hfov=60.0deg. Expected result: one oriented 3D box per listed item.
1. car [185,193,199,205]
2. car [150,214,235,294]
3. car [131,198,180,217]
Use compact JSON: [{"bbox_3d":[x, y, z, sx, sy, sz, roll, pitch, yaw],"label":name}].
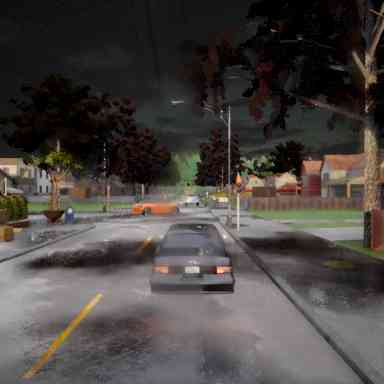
[{"bbox_3d":[-0.024,1.221,57.146,2.150,2.045,5.566,0,0,0],"label":"car"},{"bbox_3d":[0.022,1.547,8.914,2.033,1.411,5.357,0,0,0],"label":"car"},{"bbox_3d":[-3.360,1.352,31.378,4.553,1.767,2.097,0,0,-39],"label":"car"}]
